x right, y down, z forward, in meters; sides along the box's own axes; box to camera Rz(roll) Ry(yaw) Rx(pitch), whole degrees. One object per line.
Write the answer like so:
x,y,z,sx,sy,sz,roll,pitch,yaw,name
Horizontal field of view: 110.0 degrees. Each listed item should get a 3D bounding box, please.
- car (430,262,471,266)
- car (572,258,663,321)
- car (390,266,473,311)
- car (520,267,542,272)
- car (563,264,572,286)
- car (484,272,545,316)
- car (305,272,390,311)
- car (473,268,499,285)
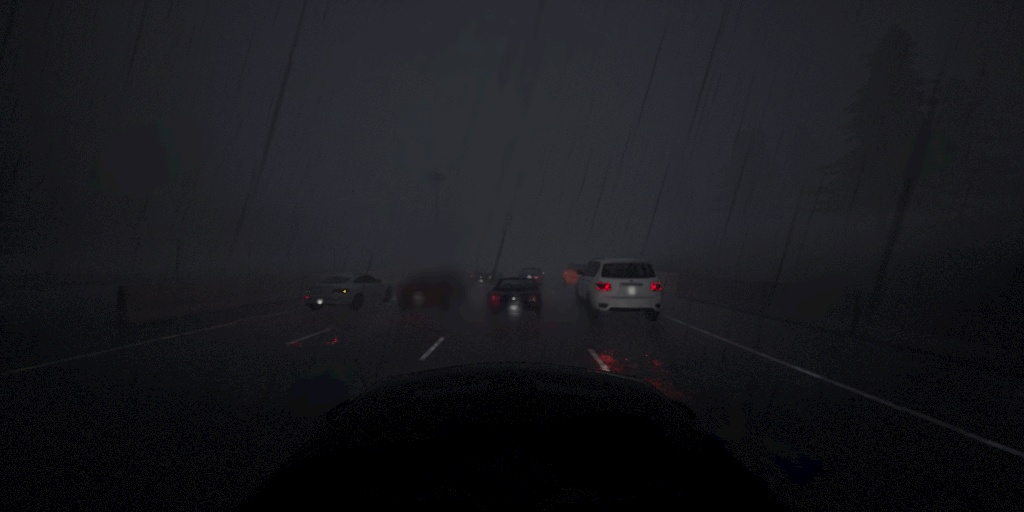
-5.197,1.518,29.957,1.882,1.535,5.008,0,0,9,car
3.707,1.094,13.291,2.150,2.045,5.566,0,0,4,car
-3.153,1.367,15.273,1.882,1.535,5.008,0,0,4,car
1.483,1.562,27.390,2.033,1.411,5.357,0,-1,8,car
5.102,1.371,27.856,2.097,1.767,4.553,0,-1,8,car
0.262,1.479,14.102,1.895,1.301,4.718,0,-1,4,car
-6.676,1.413,15.089,1.812,1.442,4.674,0,0,4,car
-1.879,1.627,28.540,1.895,1.301,4.718,0,-1,8,car
